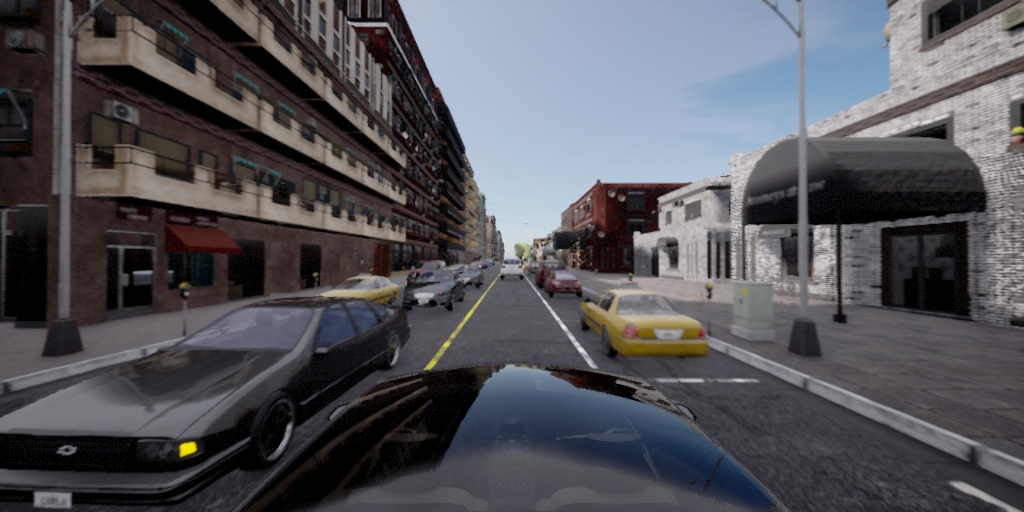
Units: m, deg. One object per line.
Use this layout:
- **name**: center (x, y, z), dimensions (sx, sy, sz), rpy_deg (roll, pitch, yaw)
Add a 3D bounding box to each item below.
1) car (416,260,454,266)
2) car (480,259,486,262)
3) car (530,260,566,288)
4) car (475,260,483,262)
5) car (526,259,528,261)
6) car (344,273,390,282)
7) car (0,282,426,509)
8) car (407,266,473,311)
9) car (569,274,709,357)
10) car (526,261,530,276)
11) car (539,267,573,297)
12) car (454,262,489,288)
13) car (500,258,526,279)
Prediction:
- **car**: center (-5.698, 1.220, 24.912), dimensions (2.192, 1.841, 5.009), rpy_deg (0, 0, 0)
- **car**: center (-5.709, 1.591, 58.146), dimensions (1.967, 1.591, 4.097), rpy_deg (0, 0, 0)
- **car**: center (2.683, 1.221, 24.916), dimensions (2.192, 1.841, 5.009), rpy_deg (0, 0, 0)
- **car**: center (-5.708, 1.654, 52.608), dimensions (1.888, 1.381, 4.507), rpy_deg (0, 0, 0)
- **car**: center (2.669, 1.721, 63.858), dimensions (1.751, 1.417, 4.829), rpy_deg (0, 0, 0)
- **car**: center (-5.695, 1.356, 13.664), dimensions (1.751, 1.417, 4.829), rpy_deg (0, 0, 0)
- **car**: center (-3.062, 1.321, 5.147), dimensions (2.033, 1.411, 5.357), rpy_deg (0, 0, 3)
- **car**: center (-3.081, 1.330, 15.026), dimensions (2.128, 1.511, 4.902), rpy_deg (0, 0, 0)
- **car**: center (2.688, 1.320, 8.469), dimensions (1.751, 1.417, 4.829), rpy_deg (0, 0, 0)
- **car**: center (2.677, 1.576, 41.532), dimensions (2.007, 1.370, 4.403), rpy_deg (0, 0, 0)
- **car**: center (2.684, 1.450, 19.377), dimensions (1.802, 1.307, 4.207), rpy_deg (0, 0, 0)
- **car**: center (-3.011, 1.401, 25.377), dimensions (2.128, 1.511, 4.902), rpy_deg (0, 0, 0)
- **car**: center (0.000, 1.206, 35.729), dimensions (2.150, 2.045, 5.566), rpy_deg (0, 0, 0)
